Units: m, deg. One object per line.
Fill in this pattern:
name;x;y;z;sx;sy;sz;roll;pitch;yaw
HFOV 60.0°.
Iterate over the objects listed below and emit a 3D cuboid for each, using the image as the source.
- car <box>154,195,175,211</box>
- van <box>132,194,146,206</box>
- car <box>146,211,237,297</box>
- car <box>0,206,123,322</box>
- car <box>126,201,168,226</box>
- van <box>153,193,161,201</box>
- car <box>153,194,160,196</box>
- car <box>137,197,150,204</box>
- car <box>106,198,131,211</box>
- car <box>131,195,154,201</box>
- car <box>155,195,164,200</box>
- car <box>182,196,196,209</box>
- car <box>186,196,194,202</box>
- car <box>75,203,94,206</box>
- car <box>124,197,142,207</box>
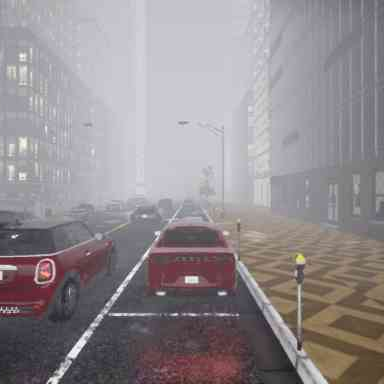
car;-3.066;1.463;39.696;1.882;1.535;5.008;0;0;0
van;-8.832;1.315;55.646;1.690;1.788;3.998;0;0;0
car;-0.006;1.477;8.649;1.882;1.535;5.008;0;0;0
car;-3.145;1.350;7.407;2.097;1.767;4.553;0;0;0
car;-3.071;1.558;23.603;1.994;1.385;4.181;0;0;0
van;-8.831;1.286;84.106;1.690;1.788;3.998;0;0;0
car;-8.832;1.391;78.413;1.967;1.590;4.097;0;0;0
car;-8.832;1.551;61.338;1.802;1.307;4.206;0;0;0
car;-8.833;1.537;38.569;2.008;1.369;4.403;0;0;0
car;-6.217;1.477;40.467;2.128;1.511;4.902;0;0;0
car;-8.832;1.504;89.799;1.947;1.339;4.313;0;0;0
car;-0.452;1.548;44.248;1.947;1.339;4.313;0;0;0
car;-0.452;1.533;78.399;1.802;1.307;4.206;0;0;0
car;-8.832;1.575;27.183;1.802;1.307;4.206;0;0;0
car;-8.833;1.523;49.953;1.887;1.381;4.507;0;0;0
